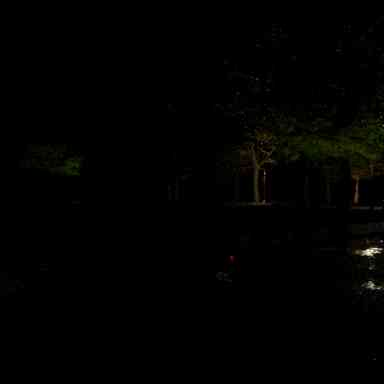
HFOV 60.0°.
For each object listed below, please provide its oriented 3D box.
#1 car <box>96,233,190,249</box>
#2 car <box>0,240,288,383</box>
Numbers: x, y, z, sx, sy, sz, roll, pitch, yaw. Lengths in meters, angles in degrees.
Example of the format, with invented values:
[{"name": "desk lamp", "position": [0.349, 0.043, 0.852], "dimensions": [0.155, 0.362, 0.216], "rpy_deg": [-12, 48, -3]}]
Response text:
[{"name": "car", "position": [-1.047, 1.579, 6.899], "dimensions": [4.181, 1.385, 1.994], "rpy_deg": [0, 0, -35]}, {"name": "car", "position": [-1.354, 1.480, 2.712], "dimensions": [5.008, 1.535, 1.882], "rpy_deg": [1, 0, -35]}]
